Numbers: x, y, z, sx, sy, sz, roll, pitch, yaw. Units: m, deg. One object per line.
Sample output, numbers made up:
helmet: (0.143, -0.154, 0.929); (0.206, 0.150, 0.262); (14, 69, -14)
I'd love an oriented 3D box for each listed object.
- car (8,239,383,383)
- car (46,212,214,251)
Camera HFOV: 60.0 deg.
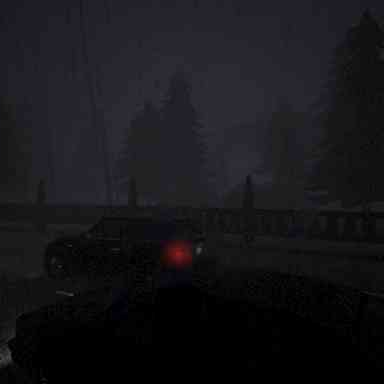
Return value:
car: (0.433, 1.547, 3.370); (5.357, 1.411, 2.033); (0, 0, 32)
car: (-1.681, 1.352, 8.608); (4.553, 1.767, 2.097); (0, 0, 29)
